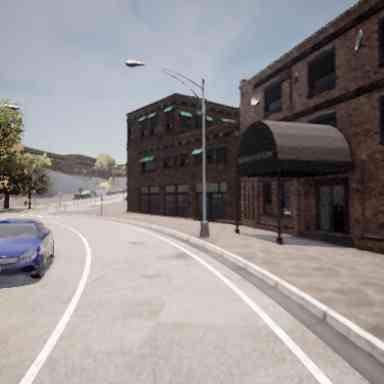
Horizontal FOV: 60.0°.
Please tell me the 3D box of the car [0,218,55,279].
[{"bbox_3d":[-5.222,1.531,9.876,1.812,1.442,4.674,0,0,-17],"label":"car"}]
